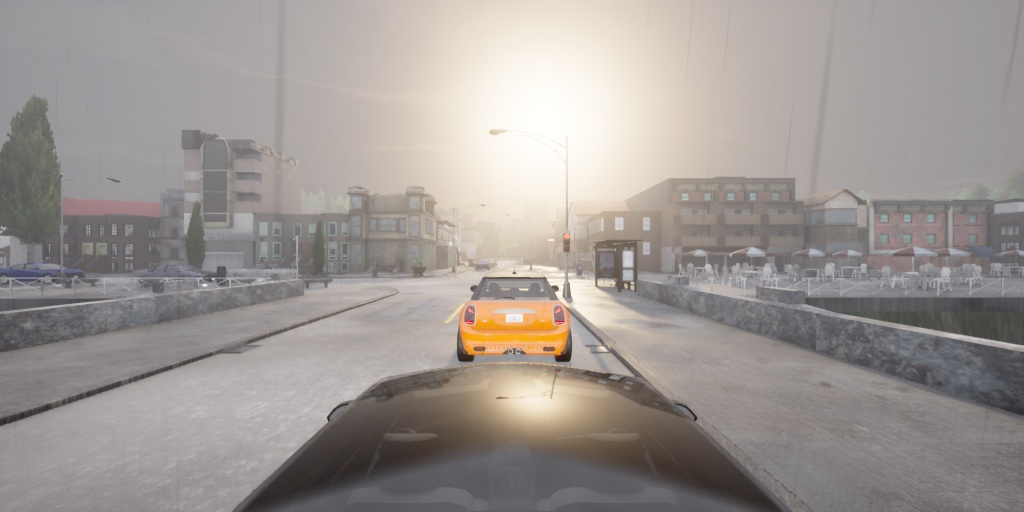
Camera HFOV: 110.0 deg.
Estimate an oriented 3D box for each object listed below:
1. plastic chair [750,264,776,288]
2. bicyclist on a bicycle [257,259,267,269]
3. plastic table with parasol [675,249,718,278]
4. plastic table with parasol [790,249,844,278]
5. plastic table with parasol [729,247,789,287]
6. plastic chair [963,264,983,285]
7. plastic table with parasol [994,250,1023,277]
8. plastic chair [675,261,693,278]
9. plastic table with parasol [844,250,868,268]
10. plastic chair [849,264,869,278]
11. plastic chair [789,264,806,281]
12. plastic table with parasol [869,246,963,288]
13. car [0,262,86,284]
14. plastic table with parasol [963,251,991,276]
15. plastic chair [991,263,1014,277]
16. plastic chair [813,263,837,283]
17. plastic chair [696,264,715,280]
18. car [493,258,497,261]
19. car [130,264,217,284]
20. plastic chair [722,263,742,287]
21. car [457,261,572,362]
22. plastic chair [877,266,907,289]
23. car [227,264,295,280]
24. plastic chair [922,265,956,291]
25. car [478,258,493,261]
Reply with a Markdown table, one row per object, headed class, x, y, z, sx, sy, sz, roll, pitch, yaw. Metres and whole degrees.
| class | x | y | z | sx | sy | sz | roll | pitch | yaw |
| --- | --- | --- | --- | --- | --- | --- | --- | --- | --- |
| plastic chair | 15.002 | 1.279 | 21.433 | 0.750 | 1.272 | 0.730 | 0 | 0 | 0 |
| bicyclist on a bicycle | -24.014 | 1.099 | 34.583 | 0.582 | 1.620 | 1.656 | 0 | 0 | 0 |
| plastic table with parasol | 15.924 | 0.675 | 30.513 | 2.482 | 2.480 | 2.482 | 0 | 0 | 0 |
| plastic table with parasol | 22.903 | 0.675 | 27.481 | 2.482 | 2.480 | 2.482 | 0 | 0 | 0 |
| plastic table with parasol | 15.172 | 0.675 | 22.693 | 2.482 | 2.480 | 2.482 | 0 | 0 | 0 |
| plastic chair | 30.502 | 1.279 | 23.829 | 0.750 | 1.272 | 0.730 | 0 | 0 | 0 |
| plastic table with parasol | 46.705 | 0.675 | 33.205 | 2.482 | 2.480 | 2.482 | 0 | 0 | 0 |
| plastic chair | 14.704 | 1.279 | 30.633 | 0.730 | 1.272 | 0.750 | 0 | 0 | 0 |
| plastic table with parasol | 30.234 | 0.675 | 32.199 | 2.482 | 2.480 | 2.482 | 0 | 0 | 0 |
| plastic chair | 29.904 | 1.279 | 30.829 | 0.750 | 1.272 | 0.730 | 0 | 0 | 0 |
| plastic chair | 21.703 | 1.279 | 27.531 | 0.730 | 1.272 | 0.750 | 0 | 0 | 0 |
| plastic table with parasol | 23.802 | 0.675 | 21.281 | 2.482 | 2.480 | 2.482 | 0 | 0 | 0 |
| car | -34.322 | 1.228 | 26.195 | 5.008 | 1.535 | 1.882 | 0 | 0 | 0 |
| plastic table with parasol | 30.513 | 0.675 | 25.109 | 2.482 | 2.480 | 2.482 | 0 | 0 | 0 |
| plastic chair | 45.505 | 1.279 | 33.325 | 0.730 | 1.272 | 0.750 | 0 | 0 | 0 |
| plastic chair | 22.803 | 1.279 | 26.131 | 0.750 | 1.272 | 0.730 | 0 | 0 | 0 |
| plastic chair | 15.804 | 1.279 | 29.233 | 0.750 | 1.272 | 0.730 | 0 | 0 | 0 |
| car | -4.063 | 1.228 | 62.491 | 1.882 | 1.535 | 5.008 | 0 | 0 | 0 |
| car | -24.466 | 1.297 | 26.184 | 5.357 | 1.411 | 2.033 | 0 | 0 | 0 |
| plastic chair | 13.902 | 1.279 | 22.833 | 0.730 | 1.272 | 0.750 | 0 | 0 | 0 |
| car | 0.061 | 1.102 | 8.375 | 2.097 | 1.767 | 4.553 | 0 | 0 | 1 |
| plastic chair | 22.602 | 1.279 | 21.331 | 0.730 | 1.272 | 0.750 | 0 | 0 | 0 |
| car | -21.153 | 1.351 | 30.281 | 4.718 | 1.301 | 1.895 | 0 | 0 | 1 |
| plastic chair | 23.701 | 1.279 | 19.931 | 0.750 | 1.272 | 0.730 | 0 | 0 | 0 |
| car | -4.091 | 1.228 | 51.054 | 1.882 | 1.535 | 5.008 | 0 | 0 | 0 |
